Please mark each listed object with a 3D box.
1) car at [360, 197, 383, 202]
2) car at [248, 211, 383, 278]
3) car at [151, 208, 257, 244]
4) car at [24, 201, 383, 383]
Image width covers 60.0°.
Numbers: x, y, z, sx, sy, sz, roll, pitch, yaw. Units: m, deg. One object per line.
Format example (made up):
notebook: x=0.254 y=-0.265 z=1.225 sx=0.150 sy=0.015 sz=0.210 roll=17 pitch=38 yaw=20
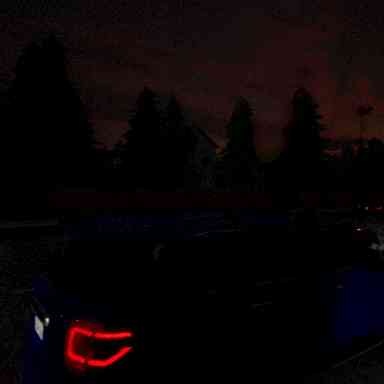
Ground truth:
car: x=16.190 y=1.416 z=28.239 sx=5.566 sy=2.045 sz=2.150 roll=0 pitch=0 yaw=-36
car: x=4.340 y=1.543 z=11.168 sx=5.008 sy=1.535 sz=1.882 roll=0 pitch=0 yaw=-35
car: x=0.753 y=1.616 z=17.202 sx=5.357 sy=1.411 sz=2.033 roll=0 pitch=0 yaw=-36
car: x=0.880 y=1.246 z=4.414 sx=5.566 sy=2.045 sz=2.150 roll=0 pitch=0 yaw=-35
